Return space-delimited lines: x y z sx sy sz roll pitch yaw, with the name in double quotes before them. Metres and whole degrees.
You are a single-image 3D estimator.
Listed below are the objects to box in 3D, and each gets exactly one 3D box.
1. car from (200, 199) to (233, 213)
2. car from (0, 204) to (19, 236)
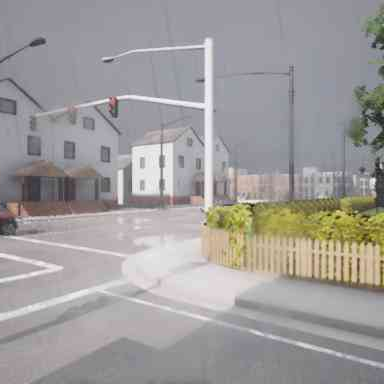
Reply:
"car" 2.717 1.488 35.707 2.128 1.511 4.902 0 0 35
"car" -11.001 1.351 16.004 2.097 1.767 4.553 0 0 35
